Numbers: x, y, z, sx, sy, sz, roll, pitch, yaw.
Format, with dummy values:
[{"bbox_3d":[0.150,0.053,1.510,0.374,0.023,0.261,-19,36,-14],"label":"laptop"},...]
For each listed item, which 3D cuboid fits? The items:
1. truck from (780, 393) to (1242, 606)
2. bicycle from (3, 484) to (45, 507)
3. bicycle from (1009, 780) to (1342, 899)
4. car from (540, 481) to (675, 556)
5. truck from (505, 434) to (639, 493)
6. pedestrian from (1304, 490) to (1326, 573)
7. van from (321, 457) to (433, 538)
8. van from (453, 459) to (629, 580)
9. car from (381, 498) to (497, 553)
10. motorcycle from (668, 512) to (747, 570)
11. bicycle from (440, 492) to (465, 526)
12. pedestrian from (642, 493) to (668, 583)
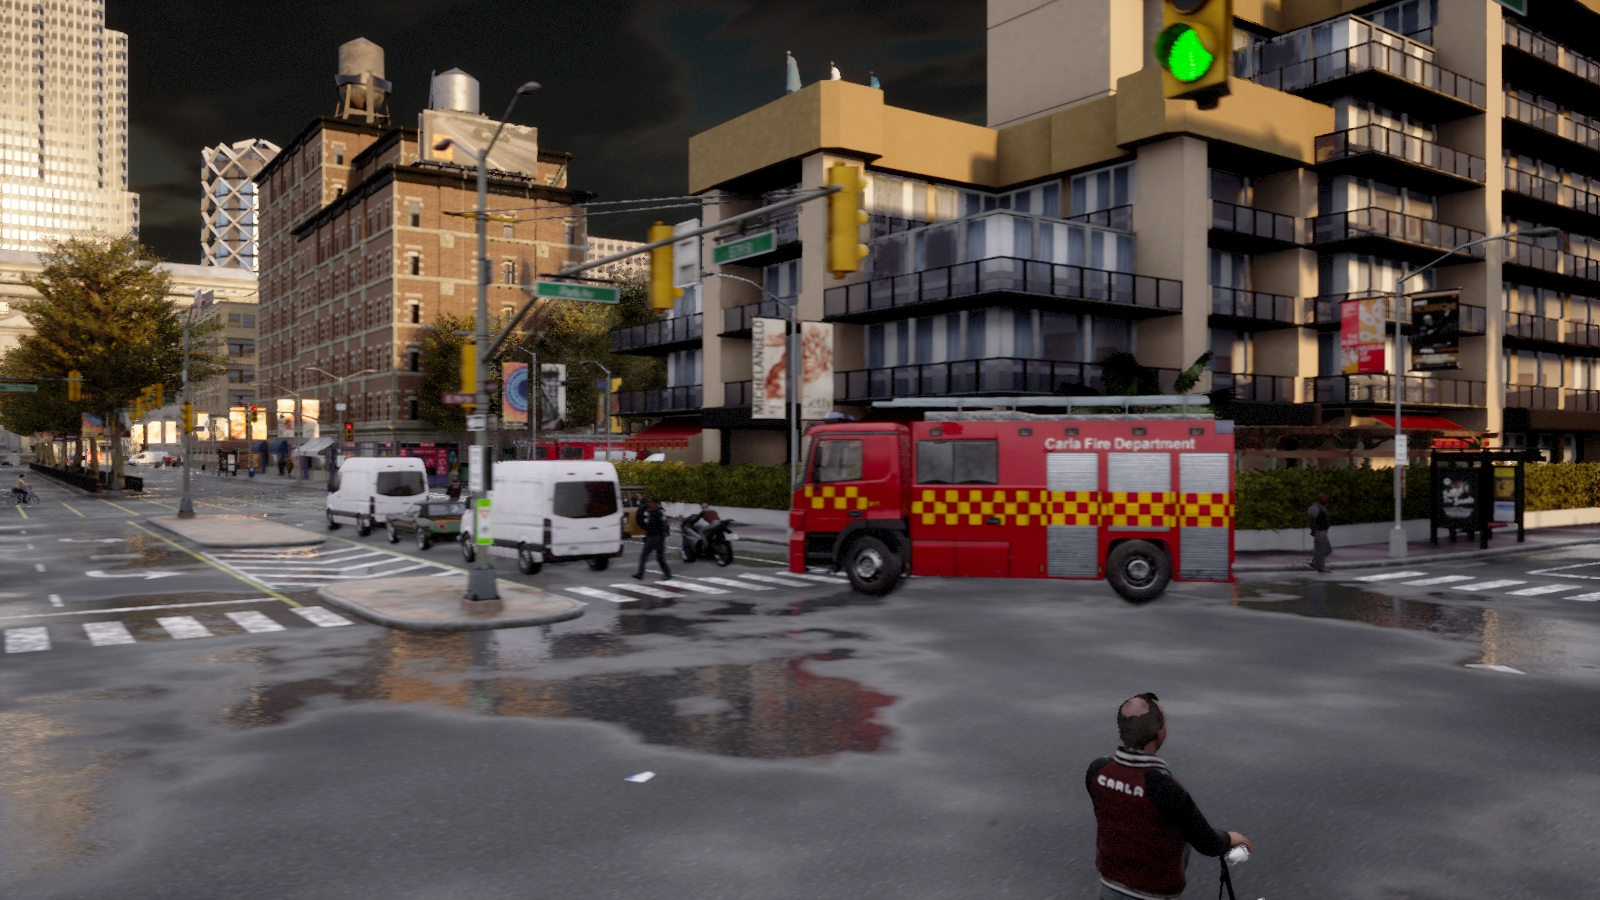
[{"bbox_3d":[4.054,0.890,22.747,8.468,3.827,2.891,0,0,11],"label":"truck"},{"bbox_3d":[-38.536,2.256,56.742,0.859,1.080,1.487,-2,-1,30],"label":"bicycle"},{"bbox_3d":[1.684,2.210,4.947,1.835,1.171,0.329,0,0,-35],"label":"bicycle"},{"bbox_3d":[-5.553,1.864,32.527,1.932,1.855,4.605,0,0,-36],"label":"car"},{"bbox_3d":[-15.349,0.891,77.332,8.468,3.827,2.891,0,0,-38],"label":"truck"},{"bbox_3d":[11.717,1.849,25.980,0.375,1.860,0.375,0,0,39],"label":"pedestrian"},{"bbox_3d":[-14.677,1.534,39.411,1.988,2.561,5.915,0,0,-37],"label":"van"},{"bbox_3d":[-6.427,1.534,27.702,1.988,2.561,5.915,0,0,-36],"label":"van"},{"bbox_3d":[-10.678,2.155,33.615,1.895,1.301,4.718,0,0,-35],"label":"car"},{"bbox_3d":[-2.300,2.205,28.114,0.867,1.251,2.209,0,0,-39],"label":"motorcycle"},{"bbox_3d":[-13.109,2.210,43.105,0.329,1.171,1.835,0,0,-36],"label":"bicycle"},{"bbox_3d":[-3.055,1.848,24.065,0.375,1.860,0.375,0,0,-44],"label":"pedestrian"}]
